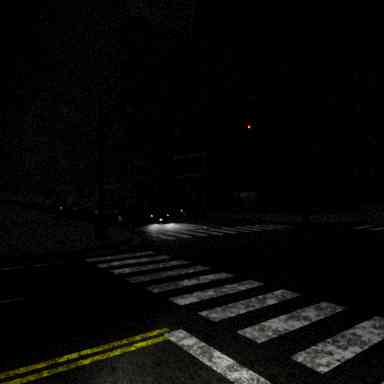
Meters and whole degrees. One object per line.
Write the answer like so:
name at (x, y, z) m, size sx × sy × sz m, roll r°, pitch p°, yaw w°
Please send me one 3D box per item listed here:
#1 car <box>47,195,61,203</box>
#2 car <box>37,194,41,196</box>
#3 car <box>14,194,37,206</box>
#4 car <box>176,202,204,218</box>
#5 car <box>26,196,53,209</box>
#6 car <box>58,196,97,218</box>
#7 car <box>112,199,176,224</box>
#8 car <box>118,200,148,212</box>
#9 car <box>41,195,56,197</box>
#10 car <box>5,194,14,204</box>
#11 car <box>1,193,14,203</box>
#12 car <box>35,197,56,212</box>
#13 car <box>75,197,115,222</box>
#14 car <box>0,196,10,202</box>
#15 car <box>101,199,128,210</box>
car at (-29.419, 1.480, 70.760) m, size 1.967 × 1.590 × 4.097 m, roll 0°, pitch 0°, yaw -35°
car at (-35.810, 1.491, 79.741) m, size 1.967 × 1.590 × 4.097 m, roll 0°, pitch 0°, yaw -35°
car at (-26.373, 1.432, 52.637) m, size 1.967 × 1.590 × 4.097 m, roll 0°, pitch 0°, yaw -35°
car at (-0.663, 1.581, 30.349) m, size 1.947 × 1.339 × 4.313 m, roll 0°, pitch 0°, yaw -35°
car at (-19.982, 1.535, 43.657) m, size 2.008 × 1.369 × 4.403 m, roll 0°, pitch 0°, yaw -35°
car at (-10.397, 1.422, 30.187) m, size 1.967 × 1.590 × 4.097 m, roll 0°, pitch 0°, yaw -35°
car at (-3.765, 1.541, 25.212) m, size 2.033 × 1.411 × 5.357 m, roll 0°, pitch 0°, yaw -37°
car at (-7.054, 1.595, 39.330) m, size 1.802 × 1.307 × 4.206 m, roll 0°, pitch 0°, yaw -35°
car at (-20.943, 1.562, 49.487) m, size 1.994 × 1.385 × 4.181 m, roll 0°, pitch 0°, yaw -35°
car at (-32.763, 1.553, 61.617) m, size 2.008 × 1.369 × 4.403 m, roll 0°, pitch 0°, yaw -35°
car at (-39.153, 1.558, 70.597) m, size 1.887 × 1.381 × 4.507 m, roll 0°, pitch 0°, yaw -35°
car at (-16.787, 1.564, 39.167) m, size 1.802 × 1.307 × 4.206 m, roll 0°, pitch 0°, yaw -35°
car at (-7.202, 1.423, 25.697) m, size 1.967 × 1.590 × 4.097 m, roll 0°, pitch 0°, yaw -35°
car at (-42.349, 1.601, 75.087) m, size 1.802 × 1.307 × 4.206 m, roll 0°, pitch 0°, yaw -35°
car at (-10.249, 1.580, 43.820) m, size 1.947 × 1.339 × 4.313 m, roll 0°, pitch 0°, yaw -35°
